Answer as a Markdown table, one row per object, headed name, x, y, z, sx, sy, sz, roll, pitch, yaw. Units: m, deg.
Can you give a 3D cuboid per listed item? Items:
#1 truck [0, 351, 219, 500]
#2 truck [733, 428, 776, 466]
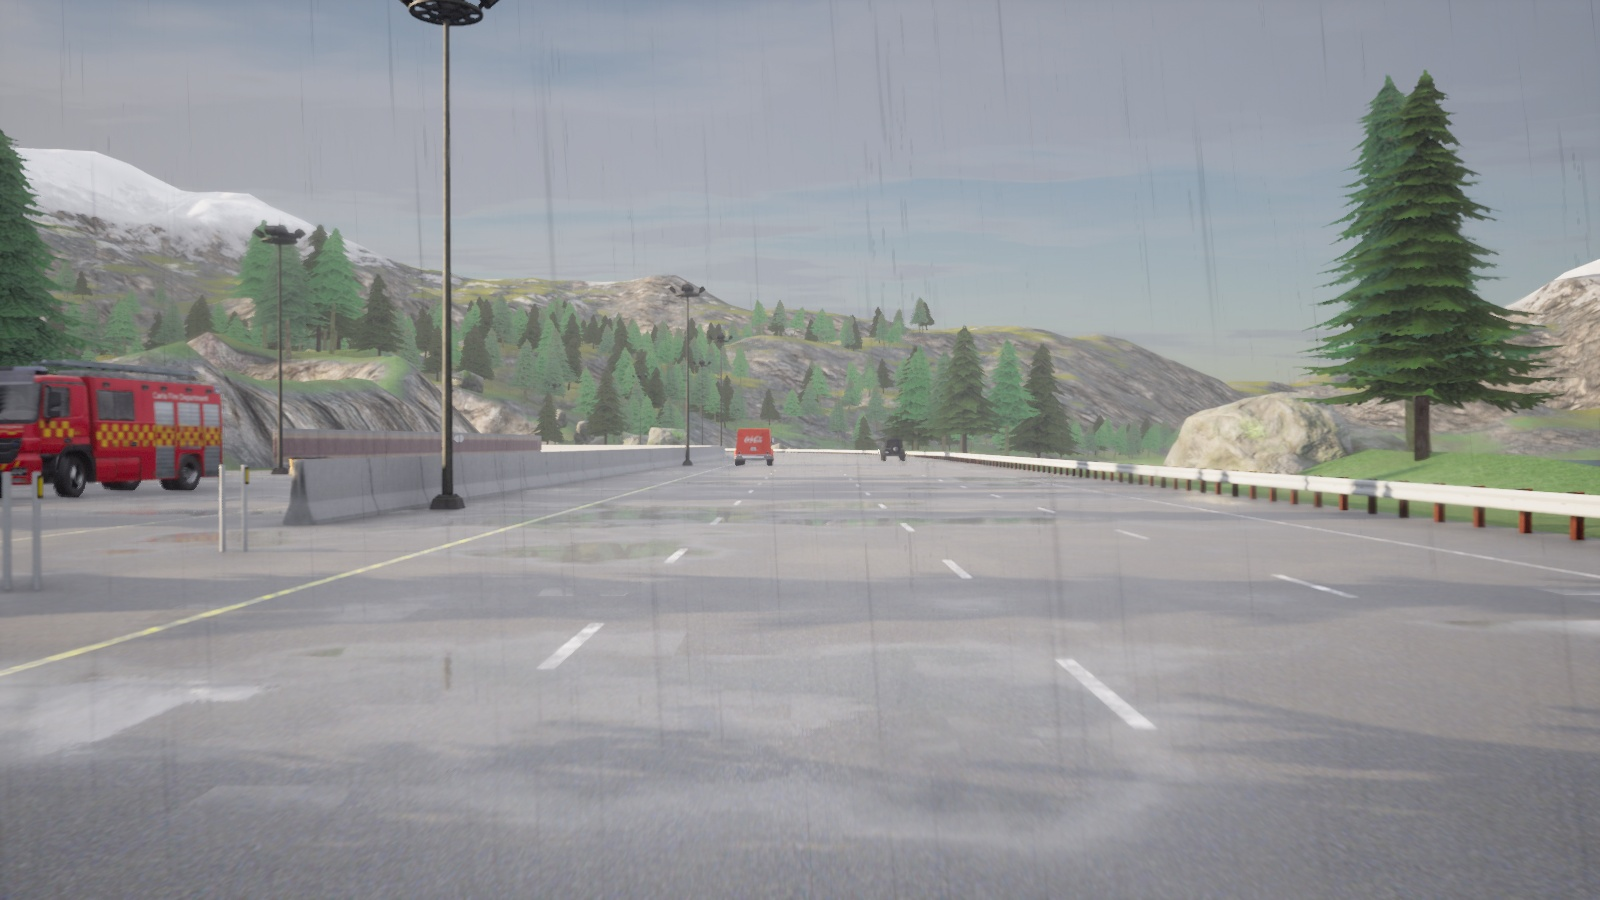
| name | x | y | z | sx | sy | sz | roll | pitch | yaw |
| --- | --- | --- | --- | --- | --- | --- | --- | --- | --- |
| truck | -20.815 | -0.642 | 36.573 | 2.891 | 3.827 | 8.468 | 0 | 0 | 8 |
| truck | -2.999 | -0.215 | 84.236 | 2.627 | 2.467 | 5.204 | 0 | 1 | 0 |
